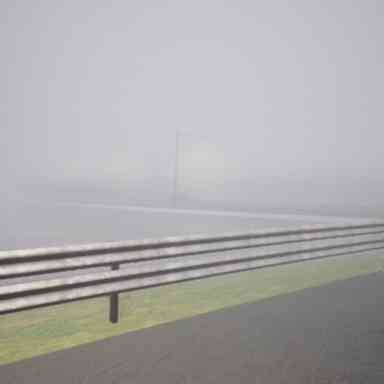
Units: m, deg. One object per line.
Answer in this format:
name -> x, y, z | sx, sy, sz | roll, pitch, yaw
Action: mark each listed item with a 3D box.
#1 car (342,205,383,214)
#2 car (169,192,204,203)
car -> 19.889, 2.188, 38.515 | 4.718, 1.301, 1.895 | 2, -1, 19
car -> -1.155, 1.050, 52.670 | 5.566, 2.045, 2.150 | 1, -1, 33
